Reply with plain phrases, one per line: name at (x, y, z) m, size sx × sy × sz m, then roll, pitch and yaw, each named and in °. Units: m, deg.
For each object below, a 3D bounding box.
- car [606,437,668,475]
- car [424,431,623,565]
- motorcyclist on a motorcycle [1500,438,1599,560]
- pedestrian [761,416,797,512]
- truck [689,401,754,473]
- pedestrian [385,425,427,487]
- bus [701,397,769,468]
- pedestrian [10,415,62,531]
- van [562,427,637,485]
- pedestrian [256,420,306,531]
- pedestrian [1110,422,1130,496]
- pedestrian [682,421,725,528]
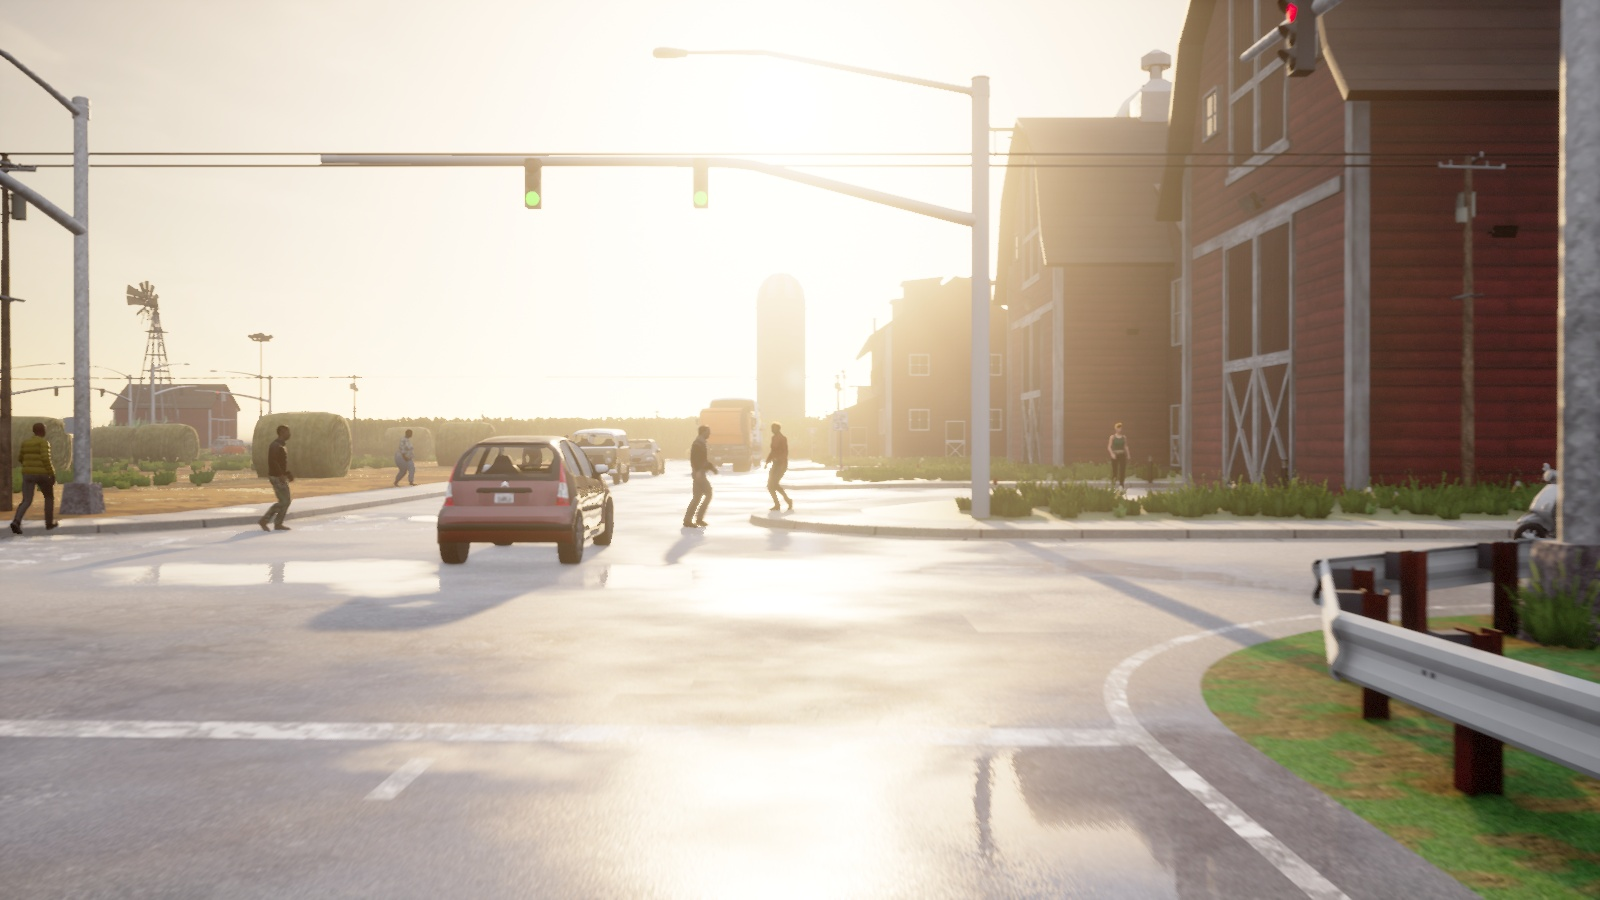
car at (-7.396, 0.245, 57.305) m, size 2.242 × 1.667 × 4.611 m, roll -1°, pitch 1°, yaw 0°
car at (-3.605, 0.557, 17.068) m, size 1.851 × 1.617 × 3.988 m, roll 0°, pitch 1°, yaw 0°
motorcyclist on a motorcycle at (10.556, 0.639, 16.868) m, size 1.817 × 1.590 × 0.866 m, roll 0°, pitch 0°, yaw 1°
pedestrian at (-0.415, 0.268, 24.644) m, size 0.636 × 1.846 × 0.331 m, roll 0°, pitch 0°, yaw -34°
truck at (-3.947, -0.618, 64.685) m, size 2.891 × 3.462 × 7.936 m, roll 0°, pitch 0°, yaw 0°
pedestrian at (-12.038, 0.184, 38.386) m, size 0.900 × 1.855 × 0.874 m, roll 0°, pitch 0°, yaw 11°
bus at (-4.059, -1.090, 81.157) m, size 3.944 × 4.253 × 10.273 m, roll 0°, pitch 0°, yaw 0°
pedestrian at (-12.267, 0.362, 20.173) m, size 0.370 × 1.835 × 0.726 m, roll 0°, pitch 0°, yaw 2°
van at (-7.312, 0.205, 46.120) m, size 2.069 × 2.038 × 4.480 m, roll 0°, pitch 0°, yaw 0°
pedestrian at (-8.755, 0.423, 21.191) m, size 0.703 × 1.840 × 0.431 m, roll 0°, pitch 0°, yaw -9°
pedestrian at (8.061, 0.216, 31.617) m, size 0.345 × 1.836 × 0.594 m, roll 0°, pitch 0°, yaw 0°
pedestrian at (-1.677, 0.424, 21.858) m, size 0.720 × 1.854 × 0.376 m, roll 0°, pitch 0°, yaw -2°
